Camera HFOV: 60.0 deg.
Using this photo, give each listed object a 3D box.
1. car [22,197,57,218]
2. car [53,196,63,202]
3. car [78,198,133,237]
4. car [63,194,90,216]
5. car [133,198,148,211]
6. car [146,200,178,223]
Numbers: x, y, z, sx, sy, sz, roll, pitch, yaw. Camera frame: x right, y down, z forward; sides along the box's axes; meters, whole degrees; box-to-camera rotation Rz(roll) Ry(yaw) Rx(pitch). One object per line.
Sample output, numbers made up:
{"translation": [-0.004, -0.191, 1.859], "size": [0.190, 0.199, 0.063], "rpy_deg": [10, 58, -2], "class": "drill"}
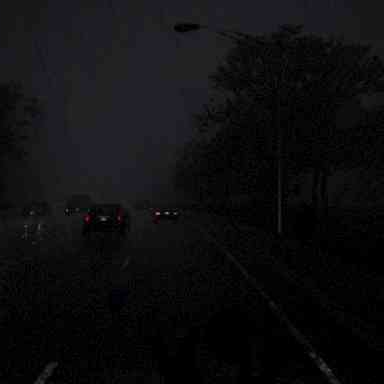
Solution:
{"translation": [-14.130, 1.512, 30.469], "size": [2.128, 1.511, 4.902], "rpy_deg": [0, 0, -14], "class": "car"}
{"translation": [-28.584, 1.542, 70.767], "size": [2.128, 1.511, 4.902], "rpy_deg": [0, 0, -36], "class": "car"}
{"translation": [-4.633, 1.367, 18.518], "size": [2.097, 1.767, 4.553], "rpy_deg": [0, 0, -7], "class": "car"}
{"translation": [-11.142, 1.245, 33.056], "size": [2.150, 2.045, 5.566], "rpy_deg": [0, 0, -15], "class": "car"}
{"translation": [-6.466, 1.526, 42.381], "size": [2.128, 1.511, 4.902], "rpy_deg": [0, 0, -18], "class": "car"}
{"translation": [-2.256, 1.568, 26.179], "size": [2.033, 1.411, 5.357], "rpy_deg": [0, 0, -11], "class": "car"}
